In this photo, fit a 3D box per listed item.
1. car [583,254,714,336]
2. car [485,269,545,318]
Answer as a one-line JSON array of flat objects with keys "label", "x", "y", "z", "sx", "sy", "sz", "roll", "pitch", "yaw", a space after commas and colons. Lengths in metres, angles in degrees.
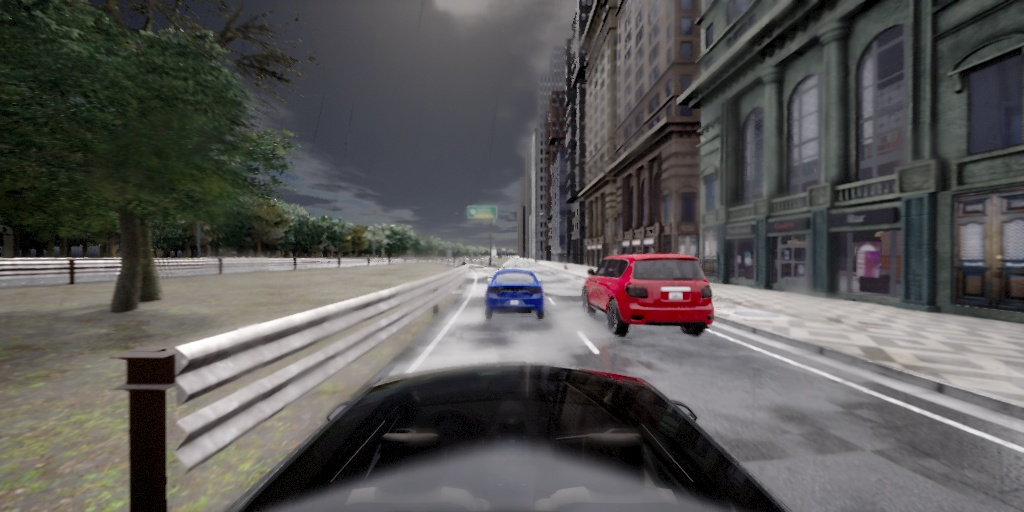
[{"label": "car", "x": 3.593, "y": 0.966, "z": 10.539, "sx": 2.150, "sy": 2.045, "sz": 5.566, "roll": 0, "pitch": 0, "yaw": 0}, {"label": "car", "x": 0.095, "y": 1.219, "z": 13.044, "sx": 1.882, "sy": 1.535, "sz": 5.008, "roll": 0, "pitch": 0, "yaw": 0}]
